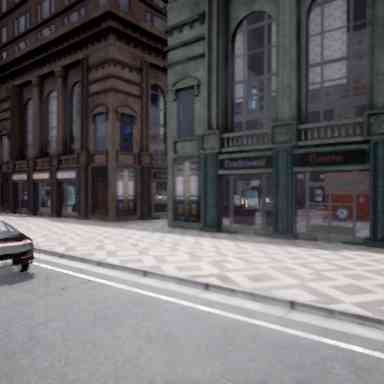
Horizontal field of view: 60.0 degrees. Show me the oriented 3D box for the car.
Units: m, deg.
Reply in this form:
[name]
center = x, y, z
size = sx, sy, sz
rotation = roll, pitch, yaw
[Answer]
[car]
center = -6.346, 1.487, 9.434
size = 4.902, 1.511, 2.128
rotation = 0, 0, 38
